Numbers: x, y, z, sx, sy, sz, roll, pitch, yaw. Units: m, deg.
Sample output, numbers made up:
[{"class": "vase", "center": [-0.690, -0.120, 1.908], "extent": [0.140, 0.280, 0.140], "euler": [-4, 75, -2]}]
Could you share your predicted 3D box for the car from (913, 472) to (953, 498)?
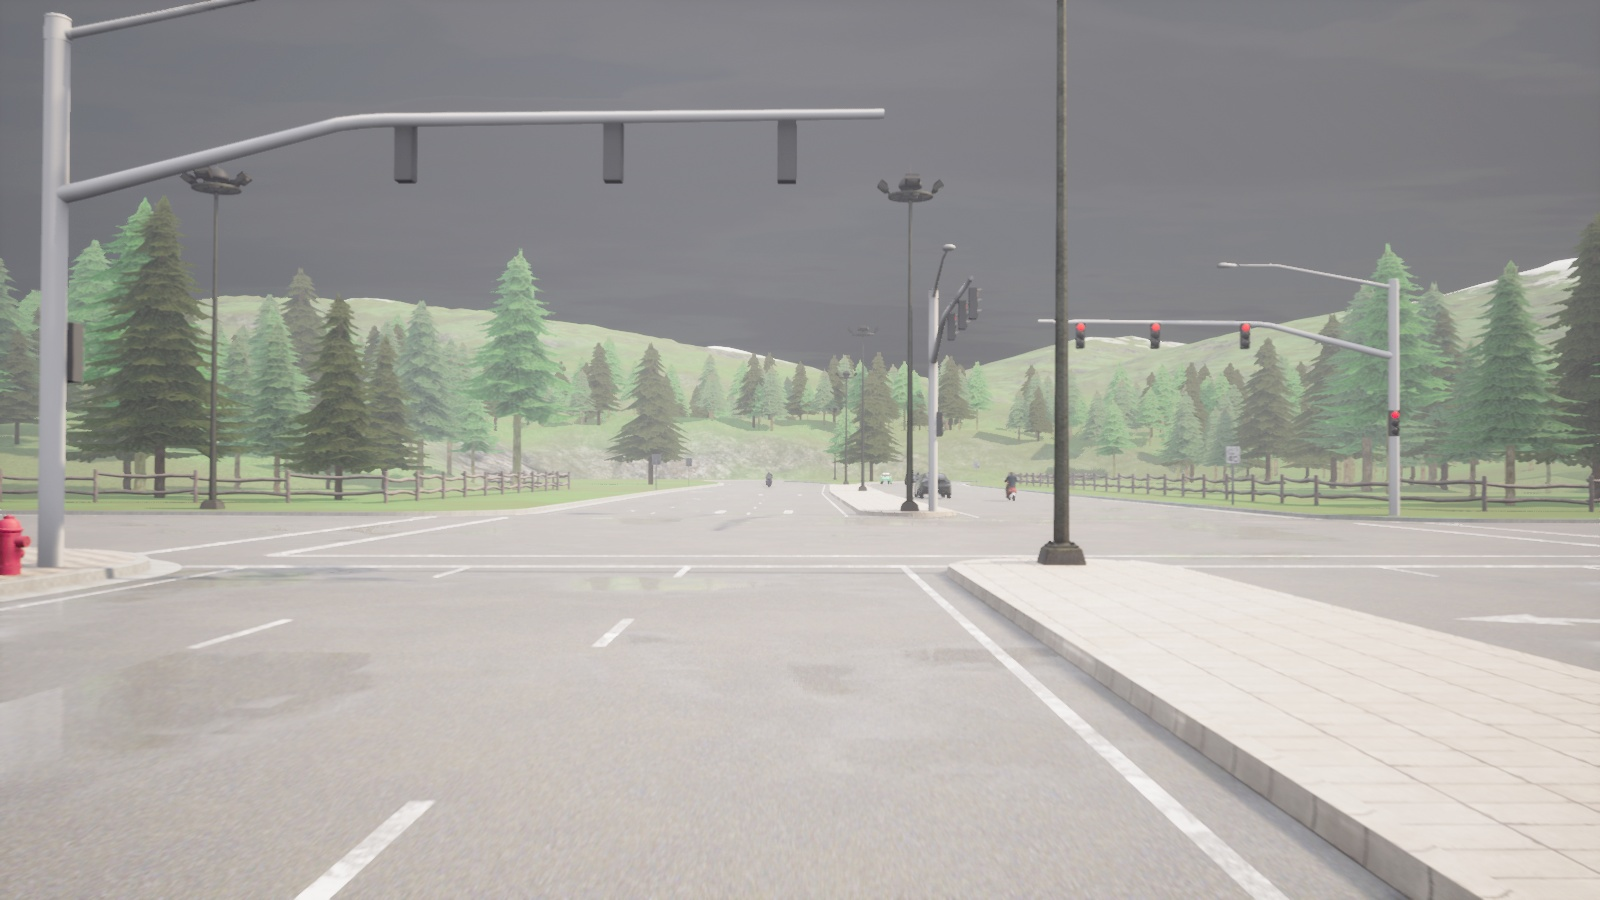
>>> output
[{"class": "car", "center": [7.820, 2.033, 74.322], "extent": [1.837, 1.490, 4.892], "euler": [0, -1, 0]}]
